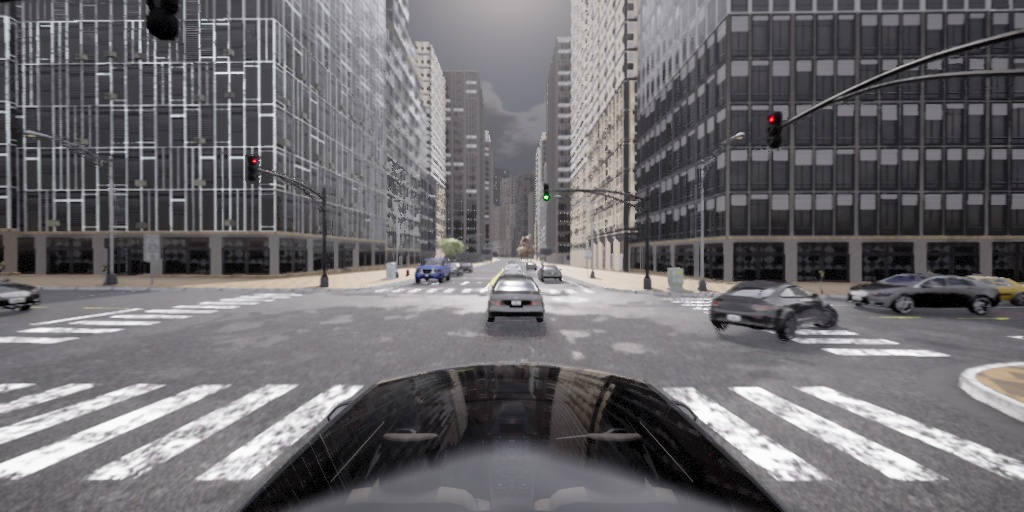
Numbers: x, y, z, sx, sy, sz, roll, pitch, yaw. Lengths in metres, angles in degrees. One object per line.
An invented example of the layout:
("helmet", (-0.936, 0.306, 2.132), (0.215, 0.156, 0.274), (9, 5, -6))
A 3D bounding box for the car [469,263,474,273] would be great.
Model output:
("car", (-6.494, 1.635, 50.698), (2.033, 1.411, 5.357), (0, 0, 0))

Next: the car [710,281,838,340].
("car", (7.727, 1.461, 10.682), (4.674, 1.442, 1.812), (0, -1, -34))

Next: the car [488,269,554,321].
("car", (0.120, 1.396, 12.980), (2.033, 1.411, 5.357), (1, 1, 0))

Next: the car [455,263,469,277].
("car", (-6.559, 1.511, 40.393), (2.128, 1.511, 4.902), (0, 0, 0))

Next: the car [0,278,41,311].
("car", (-18.798, 1.183, 11.893), (4.902, 1.511, 2.128), (1, 0, 1))

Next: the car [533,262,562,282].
("car", (3.357, 1.513, 32.309), (2.033, 1.411, 5.357), (0, 0, 0))

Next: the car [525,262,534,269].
("car", (3.261, 1.696, 60.030), (2.033, 1.411, 5.357), (0, 0, 0))

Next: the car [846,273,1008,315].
("car", (16.448, 1.468, 14.507), (4.902, 1.511, 2.128), (0, 0, 1))

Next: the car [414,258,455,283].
("car", (-6.594, 1.174, 30.477), (2.150, 2.045, 5.566), (0, 0, 0))

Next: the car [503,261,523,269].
("car", (0.107, 1.513, 35.505), (1.812, 1.442, 4.674), (0, 0, 0))

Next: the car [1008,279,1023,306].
("car", (16.194, 1.337, 8.725), (5.009, 1.841, 2.192), (0, 0, 1))
